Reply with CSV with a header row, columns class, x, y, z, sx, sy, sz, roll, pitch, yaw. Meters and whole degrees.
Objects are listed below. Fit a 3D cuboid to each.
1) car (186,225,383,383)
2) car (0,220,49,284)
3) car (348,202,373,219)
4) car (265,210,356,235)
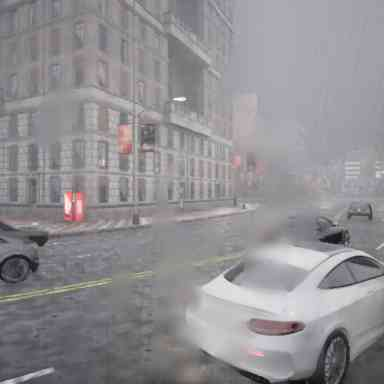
class,x,y,z,sx,sy,sz,roll,pitch,yaw
car,1.992,1.523,5.232,4.674,1.442,1.812,0,0,-41
car,-5.968,1.554,8.012,4.181,1.385,1.994,0,0,-36
car,14.688,1.534,29.062,2.033,1.411,5.357,0,0,28
car,4.402,1.557,12.575,1.994,1.385,4.181,0,0,41
